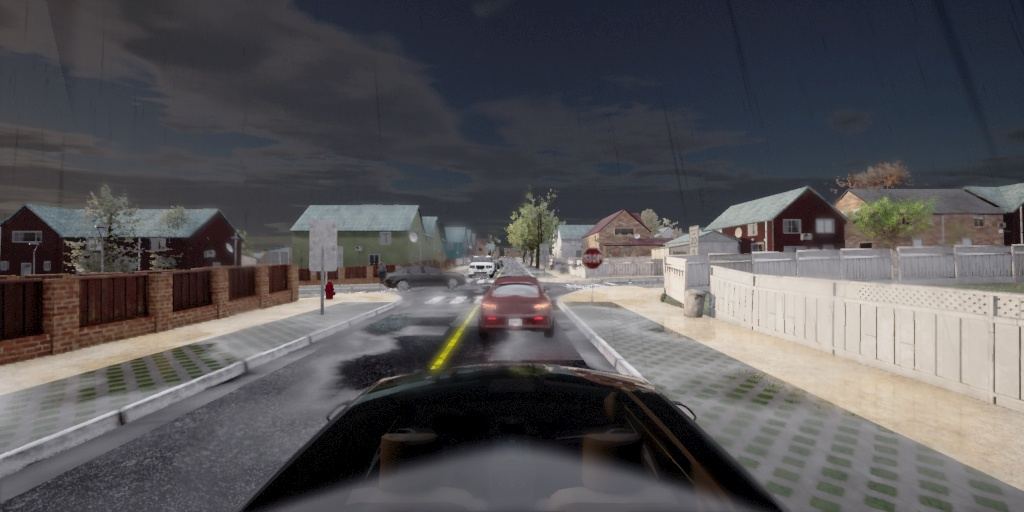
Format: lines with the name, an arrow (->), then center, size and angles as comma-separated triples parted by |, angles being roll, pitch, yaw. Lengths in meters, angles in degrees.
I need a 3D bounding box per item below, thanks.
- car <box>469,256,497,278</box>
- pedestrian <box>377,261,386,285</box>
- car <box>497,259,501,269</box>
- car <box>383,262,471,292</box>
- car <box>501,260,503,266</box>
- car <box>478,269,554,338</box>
car -> -2.819, 0.973, 34.363 | 2.150, 2.045, 5.566 | 0, 0, 0
pedestrian -> -9.680, 1.212, 26.548 | 0.375, 1.860, 0.375 | 0, 0, 0
car -> -2.824, 1.243, 44.462 | 2.128, 1.511, 4.902 | 0, 0, 0
car -> -5.308, 1.330, 22.034 | 4.892, 1.490, 1.837 | -1, -1, -20
car -> -2.816, 1.225, 54.736 | 1.882, 1.535, 5.008 | 0, 0, 0
car -> 0.138, 1.278, 10.123 | 1.812, 1.442, 4.674 | 0, 0, 2
